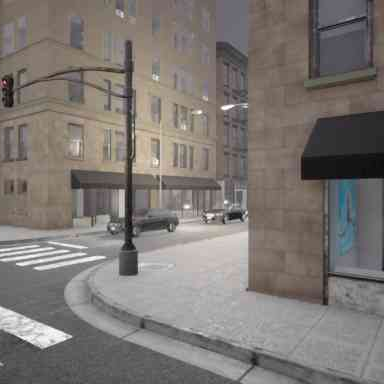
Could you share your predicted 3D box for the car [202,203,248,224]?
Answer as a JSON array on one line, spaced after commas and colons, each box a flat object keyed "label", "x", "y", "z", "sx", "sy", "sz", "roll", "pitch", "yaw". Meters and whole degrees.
[{"label": "car", "x": 2.695, "y": 1.641, "z": 26.299, "sx": 2.128, "sy": 1.511, "sz": 4.902, "roll": 0, "pitch": 0, "yaw": 35}]

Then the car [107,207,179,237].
[{"label": "car", "x": -2.612, "y": 1.620, "z": 18.829, "sx": 1.812, "sy": 1.442, "sz": 4.674, "roll": 0, "pitch": 0, "yaw": 37}]
